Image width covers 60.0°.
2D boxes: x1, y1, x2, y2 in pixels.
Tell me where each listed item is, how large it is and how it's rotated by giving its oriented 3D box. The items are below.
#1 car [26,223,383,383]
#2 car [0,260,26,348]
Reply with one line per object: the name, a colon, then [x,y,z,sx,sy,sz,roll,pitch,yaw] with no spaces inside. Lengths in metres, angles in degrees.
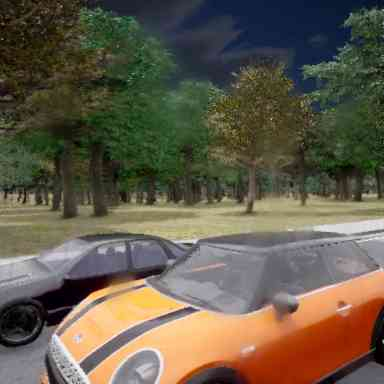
car: [0.657,1.346,4.154,4.553,1.767,2.097,0,0,-36]
car: [-1.653,1.543,6.492,5.357,1.411,2.033,0,0,-36]
